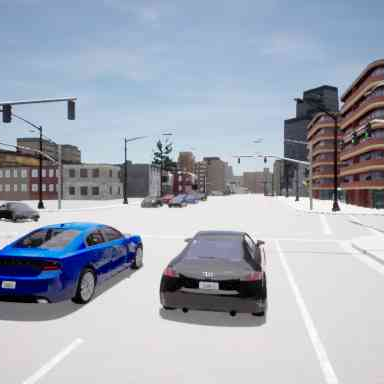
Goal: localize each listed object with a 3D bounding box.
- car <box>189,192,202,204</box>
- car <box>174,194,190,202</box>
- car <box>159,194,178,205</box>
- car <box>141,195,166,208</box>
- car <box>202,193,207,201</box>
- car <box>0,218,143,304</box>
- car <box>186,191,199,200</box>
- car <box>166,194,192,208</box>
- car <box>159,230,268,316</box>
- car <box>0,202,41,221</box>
[{"bbox_3d":[-0.087,1.249,56.284,1.812,1.442,4.674,0,1,11],"label":"car"},{"bbox_3d":[-1.889,1.125,65.119,2.033,1.411,5.357,0,1,11],"label":"car"},{"bbox_3d":[-3.795,1.226,55.468,1.882,1.535,5.008,0,1,11],"label":"car"},{"bbox_3d":[-5.557,1.230,46.502,2.097,1.767,4.553,0,1,11],"label":"car"},{"bbox_3d":[1.872,1.052,66.107,1.837,1.490,4.892,0,1,12],"label":"car"},{"bbox_3d":[-2.747,1.478,8.276,1.882,1.535,5.008,0,0,11],"label":"car"},{"bbox_3d":[0.054,0.752,74.923,2.097,1.767,4.553,0,1,11],"label":"car"},{"bbox_3d":[-1.921,1.409,46.879,2.033,1.411,5.357,0,1,11],"label":"car"},{"bbox_3d":[0.690,1.564,7.630,1.994,1.385,4.181,0,0,12],"label":"car"},{"bbox_3d":[-13.386,1.525,25.508,4.674,1.442,1.812,0,-1,40],"label":"car"}]
